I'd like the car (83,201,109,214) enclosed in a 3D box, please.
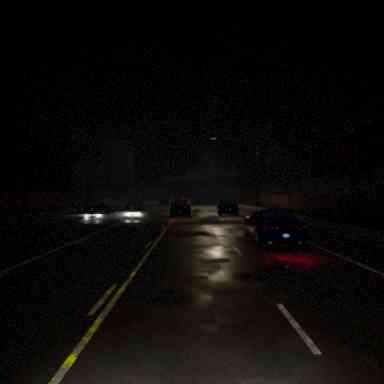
[{"bbox_3d":[-10.607,1.670,37.083,1.994,1.385,4.181,0,0,0],"label":"car"}]

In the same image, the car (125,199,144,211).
[{"bbox_3d":[-7.155,1.611,42.000,2.128,1.511,4.902,0,0,-1],"label":"car"}]

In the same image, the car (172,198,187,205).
[{"bbox_3d":[-2.551,1.967,67.034,1.994,1.385,4.181,0,-1,-15],"label":"car"}]

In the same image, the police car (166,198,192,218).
[{"bbox_3d":[-1.044,1.515,31.284,1.930,1.638,5.238,0,0,0],"label":"police car"}]

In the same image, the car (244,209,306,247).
[{"bbox_3d":[3.604,1.521,15.200,1.882,1.535,5.008,0,0,0],"label":"car"}]

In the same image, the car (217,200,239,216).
[{"bbox_3d":[3.607,1.575,34.216,1.882,1.535,5.008,0,0,0],"label":"car"}]

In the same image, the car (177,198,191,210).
[{"bbox_3d":[-1.107,1.614,47.201,1.882,1.535,5.008,0,0,-2],"label":"car"}]

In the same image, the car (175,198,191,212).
[{"bbox_3d":[-1.043,1.595,41.176,1.882,1.535,5.008,0,0,0],"label":"car"}]

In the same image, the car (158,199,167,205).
[{"bbox_3d":[-6.832,2.430,81.300,1.895,1.301,4.718,1,-3,-21],"label":"car"}]
